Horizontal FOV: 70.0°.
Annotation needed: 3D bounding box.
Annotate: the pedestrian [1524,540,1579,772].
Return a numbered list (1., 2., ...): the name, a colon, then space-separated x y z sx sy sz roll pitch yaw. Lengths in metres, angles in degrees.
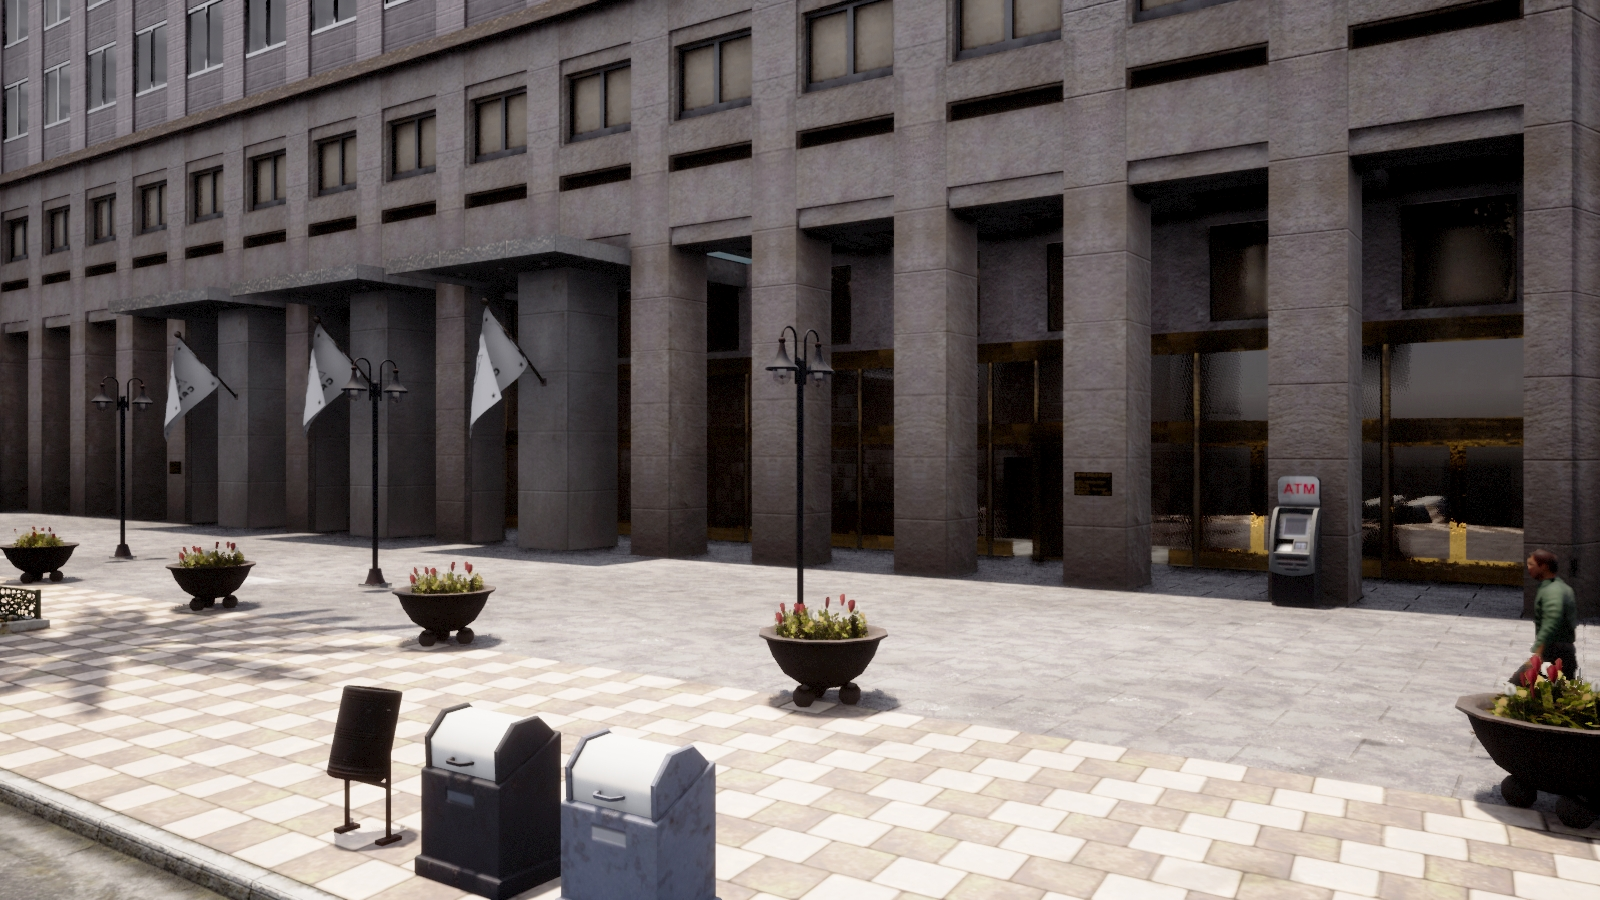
1. pedestrian: 6.304 1.703 9.594 0.375 1.860 0.375 0 0 33
